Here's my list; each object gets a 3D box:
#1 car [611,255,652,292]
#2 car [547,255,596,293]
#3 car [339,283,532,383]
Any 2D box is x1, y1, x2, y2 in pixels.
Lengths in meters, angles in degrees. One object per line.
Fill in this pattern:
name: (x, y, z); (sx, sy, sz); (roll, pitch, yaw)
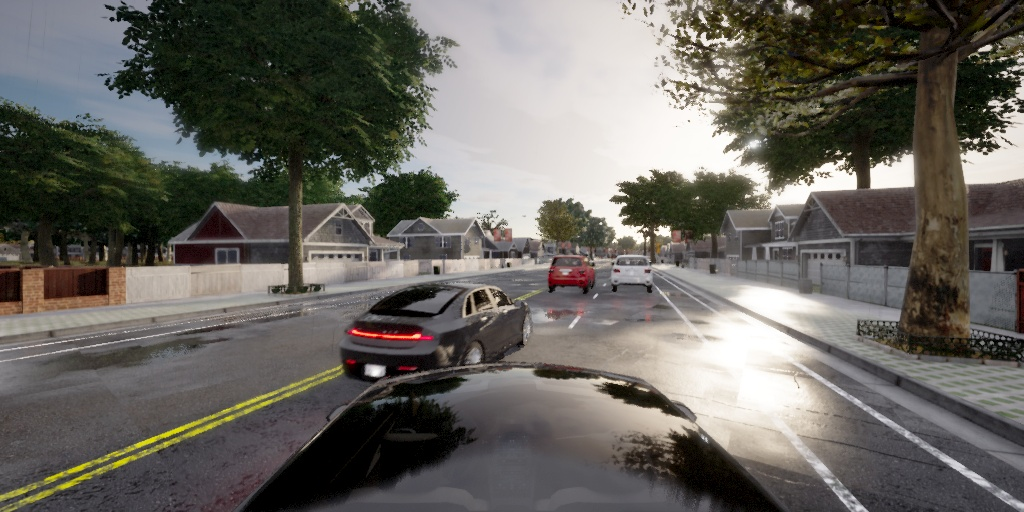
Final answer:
car: (7.262, 0.969, 21.796); (2.150, 2.045, 5.566); (0, 0, 18)
car: (3.562, 0.971, 20.916); (2.150, 2.045, 5.566); (0, 0, 18)
car: (-0.986, 1.251, 6.876); (1.837, 1.490, 4.892); (0, -1, 18)
